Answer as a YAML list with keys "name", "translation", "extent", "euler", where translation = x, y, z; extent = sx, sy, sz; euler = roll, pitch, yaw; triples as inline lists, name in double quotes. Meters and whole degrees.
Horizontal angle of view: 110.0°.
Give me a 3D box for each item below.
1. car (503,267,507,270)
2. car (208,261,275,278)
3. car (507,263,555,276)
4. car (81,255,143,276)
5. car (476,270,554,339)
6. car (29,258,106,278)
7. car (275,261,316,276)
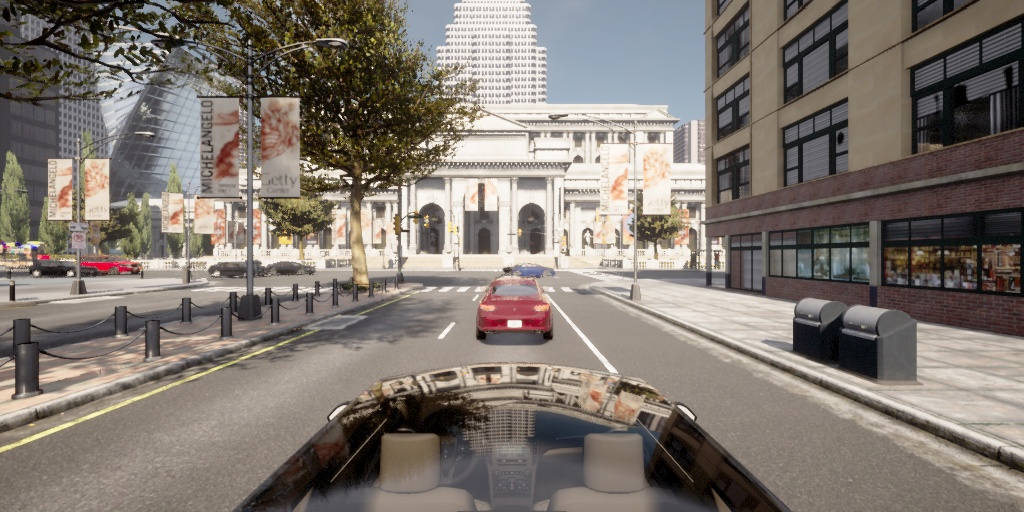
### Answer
- name: "car"
  translation: [1.395, 1.349, 36.686]
  extent: [4.718, 1.301, 1.895]
  euler: [0, 0, 0]
- name: "car"
  translation: [-25.331, 1.256, 33.328]
  extent: [4.892, 1.490, 1.837]
  euler: [0, 0, 0]
- name: "car"
  translation: [1.911, 1.313, 33.183]
  extent: [4.181, 1.385, 1.994]
  euler: [0, 0, 0]
- name: "car"
  translation: [-41.462, 0.971, 36.908]
  extent: [5.566, 2.045, 2.150]
  euler: [0, 0, 1]
- name: "car"
  translation: [0.074, 1.276, 9.929]
  extent: [1.812, 1.442, 4.674]
  euler: [0, 0, 0]
- name: "car"
  translation: [-41.601, 1.228, 33.391]
  extent: [5.008, 1.535, 1.882]
  euler: [0, 0, 0]
- name: "car"
  translation: [-22.685, 1.276, 36.815]
  extent: [4.674, 1.442, 1.812]
  euler: [0, 0, 0]
